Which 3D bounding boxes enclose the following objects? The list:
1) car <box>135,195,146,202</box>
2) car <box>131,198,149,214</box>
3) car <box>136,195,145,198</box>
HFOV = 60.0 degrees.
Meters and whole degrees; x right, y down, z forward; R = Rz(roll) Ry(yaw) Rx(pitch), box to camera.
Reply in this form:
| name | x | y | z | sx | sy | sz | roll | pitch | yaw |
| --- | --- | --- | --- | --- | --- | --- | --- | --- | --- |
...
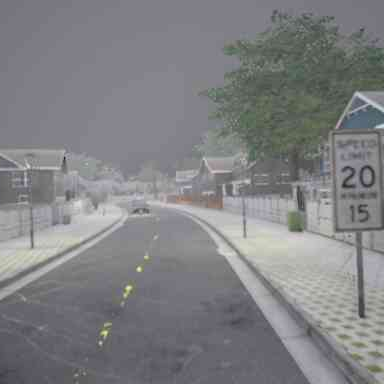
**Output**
| name | x | y | z | sx | sy | sz | roll | pitch | yaw |
| --- | --- | --- | --- | --- | --- | --- | --- | --- | --- |
| car | -13.063 | 1.590 | 83.933 | 2.097 | 1.767 | 4.553 | -2 | 0 | -1 |
| car | -5.986 | 1.721 | 38.556 | 2.033 | 1.411 | 5.357 | -2 | 0 | -11 |
| car | -12.105 | 1.889 | 73.831 | 1.895 | 1.301 | 4.718 | -2 | 0 | -7 |
